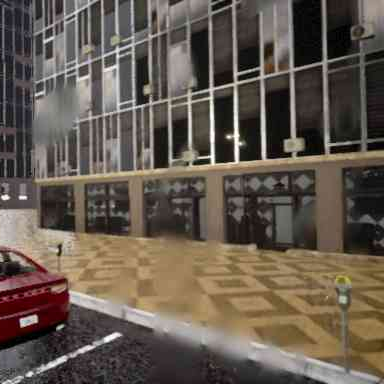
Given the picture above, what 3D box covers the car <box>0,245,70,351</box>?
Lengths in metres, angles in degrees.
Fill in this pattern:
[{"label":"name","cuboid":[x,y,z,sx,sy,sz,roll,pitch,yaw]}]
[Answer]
[{"label":"car","cuboid":[-3.953,1.562,5.667,4.507,1.381,1.887,0,-1,35]}]
